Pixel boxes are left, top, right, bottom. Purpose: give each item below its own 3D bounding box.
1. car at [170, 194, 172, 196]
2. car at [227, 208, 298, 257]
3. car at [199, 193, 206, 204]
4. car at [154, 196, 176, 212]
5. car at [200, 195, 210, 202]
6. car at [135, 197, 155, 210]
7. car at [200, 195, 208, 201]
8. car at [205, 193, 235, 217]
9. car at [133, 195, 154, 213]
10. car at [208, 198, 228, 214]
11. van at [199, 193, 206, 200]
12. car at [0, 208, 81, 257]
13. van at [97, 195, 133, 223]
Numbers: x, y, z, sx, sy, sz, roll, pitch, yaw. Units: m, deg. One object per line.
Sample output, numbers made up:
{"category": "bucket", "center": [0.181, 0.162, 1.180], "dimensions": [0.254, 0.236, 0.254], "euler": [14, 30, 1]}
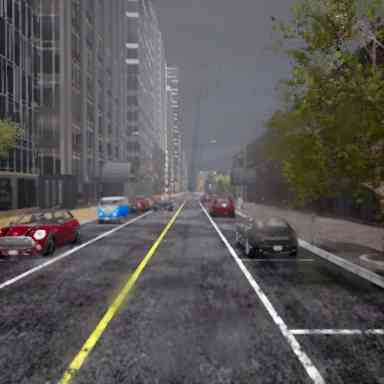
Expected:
{"category": "car", "center": [-5.729, 1.323, 68.521], "dimensions": [1.752, 1.417, 4.829], "euler": [-1, 0, 0]}
{"category": "car", "center": [2.686, 1.514, 12.603], "dimensions": [2.008, 1.369, 4.403], "euler": [-1, 0, 0]}
{"category": "car", "center": [2.652, 1.145, 57.614], "dimensions": [2.192, 1.841, 5.009], "euler": [-1, 0, 0]}
{"category": "car", "center": [-3.015, 1.465, 36.257], "dimensions": [1.994, 1.385, 4.181], "euler": [0, 0, 0]}
{"category": "car", "center": [2.652, 1.363, 68.683], "dimensions": [1.947, 1.339, 4.313], "euler": [-1, 0, 0]}
{"category": "car", "center": [-5.718, 1.405, 40.848], "dimensions": [1.752, 1.417, 4.829], "euler": [-1, 0, 0]}
{"category": "car", "center": [2.650, 1.363, 74.217], "dimensions": [1.802, 1.307, 4.206], "euler": [-1, 0, 0]}
{"category": "car", "center": [2.664, 1.227, 29.941], "dimensions": [2.192, 1.841, 5.009], "euler": [-1, 0, 0]}
{"category": "car", "center": [-5.718, 1.211, 35.482], "dimensions": [2.192, 1.841, 5.009], "euler": [-1, 0, 0]}
{"category": "car", "center": [2.665, 1.421, 35.646], "dimensions": [1.752, 1.417, 4.829], "euler": [-1, 0, 0]}
{"category": "van", "center": [2.641, 1.089, 85.285], "dimensions": [1.690, 1.788, 3.998], "euler": [-1, 0, 0]}
{"category": "car", "center": [-5.719, 1.403, 12.616], "dimensions": [1.967, 1.590, 4.097], "euler": [-1, 0, 0]}
{"category": "van", "center": [-5.714, 1.270, 24.413], "dimensions": [1.690, 1.788, 3.998], "euler": [-1, 0, 0]}
